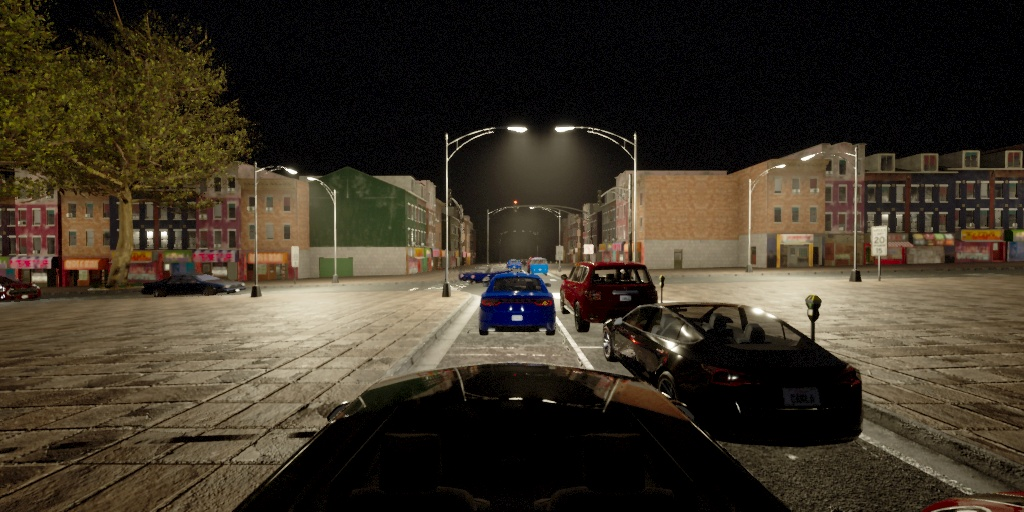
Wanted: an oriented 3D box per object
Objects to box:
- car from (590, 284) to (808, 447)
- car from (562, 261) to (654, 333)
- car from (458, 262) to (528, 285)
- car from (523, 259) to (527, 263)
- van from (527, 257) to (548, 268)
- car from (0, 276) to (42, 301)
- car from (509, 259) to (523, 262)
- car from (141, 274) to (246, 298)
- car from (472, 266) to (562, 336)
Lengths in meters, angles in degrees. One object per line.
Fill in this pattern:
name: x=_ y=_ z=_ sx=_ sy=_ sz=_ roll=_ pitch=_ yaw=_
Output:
car: x=2.647 y=1.315 z=5.333 sx=1.948 sy=1.339 sz=4.313 roll=0 pitch=0 yaw=0
car: x=2.668 y=1.064 z=10.736 sx=2.192 sy=1.841 sz=5.009 roll=0 pitch=0 yaw=0
car: x=-1.368 y=1.370 z=25.462 sx=4.718 sy=1.301 sz=1.895 roll=-1 pitch=1 yaw=-45
car: x=2.791 y=1.085 z=42.502 sx=2.192 sy=1.841 sz=5.009 roll=0 pitch=0 yaw=0
van: x=2.770 y=1.105 z=37.096 sx=1.690 sy=1.789 sz=3.998 roll=0 pitch=0 yaw=0
car: x=-32.940 y=2.047 z=22.602 sx=4.553 sy=1.767 sz=2.097 roll=-2 pitch=1 yaw=0
car: x=0.285 y=1.257 z=48.399 sx=1.882 sy=1.535 sz=5.008 roll=0 pitch=0 yaw=0
car: x=-19.945 y=1.837 z=22.543 sx=5.357 sy=1.411 sz=2.033 roll=-2 pitch=1 yaw=-1
car: x=0.147 y=1.227 z=10.460 sx=1.882 sy=1.535 sz=5.008 roll=0 pitch=0 yaw=1
